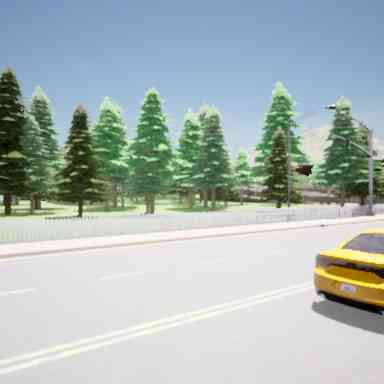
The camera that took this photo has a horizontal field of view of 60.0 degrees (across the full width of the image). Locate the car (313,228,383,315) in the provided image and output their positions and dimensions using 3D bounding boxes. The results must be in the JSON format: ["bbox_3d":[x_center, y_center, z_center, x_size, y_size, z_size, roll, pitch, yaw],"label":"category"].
[{"bbox_3d":[4.693,1.496,7.118,5.008,1.535,1.882,0,0,-35],"label":"car"}]
